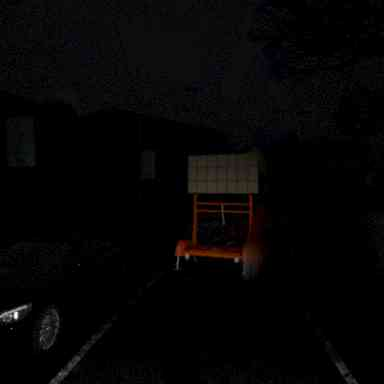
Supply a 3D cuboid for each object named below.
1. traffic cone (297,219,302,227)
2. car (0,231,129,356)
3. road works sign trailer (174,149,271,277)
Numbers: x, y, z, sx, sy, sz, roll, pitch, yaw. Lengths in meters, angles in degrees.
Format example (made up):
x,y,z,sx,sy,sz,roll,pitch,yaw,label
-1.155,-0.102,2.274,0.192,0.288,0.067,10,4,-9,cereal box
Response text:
x,y,z,sx,sy,sz,roll,pitch,yaw,label
7.186,2.042,22.143,0.340,0.580,0.340,1,0,22,traffic cone
-2.630,1.532,6.313,1.812,1.442,4.674,0,0,9,car
1.017,0.490,10.611,2.380,3.560,2.880,0,0,22,road works sign trailer
